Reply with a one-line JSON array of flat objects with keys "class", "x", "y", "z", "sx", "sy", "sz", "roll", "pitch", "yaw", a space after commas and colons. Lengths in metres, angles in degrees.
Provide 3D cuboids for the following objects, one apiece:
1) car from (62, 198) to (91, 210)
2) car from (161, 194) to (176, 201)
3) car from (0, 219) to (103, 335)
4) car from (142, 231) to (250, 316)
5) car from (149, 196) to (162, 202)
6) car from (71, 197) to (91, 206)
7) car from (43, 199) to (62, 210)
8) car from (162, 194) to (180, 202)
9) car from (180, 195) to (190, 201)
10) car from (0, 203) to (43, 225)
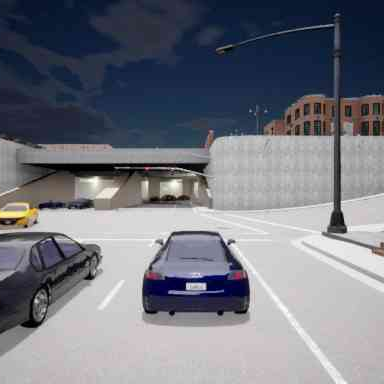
[{"class": "car", "x": -14.790, "y": 1.547, "z": 43.767, "sx": 2.033, "sy": 1.411, "sz": 5.357, "roll": 0, "pitch": 0, "yaw": -1}, {"class": "car", "x": -5.925, "y": 1.355, "z": 84.884, "sx": 2.097, "sy": 1.767, "sz": 4.553, "roll": 0, "pitch": 0, "yaw": 24}, {"class": "car", "x": -3.424, "y": 1.547, "z": 6.917, "sx": 2.033, "sy": 1.411, "sz": 5.357, "roll": 0, "pitch": 0, "yaw": 0}, {"class": "car", "x": 0.078, "y": 1.564, "z": 7.614, "sx": 1.994, "sy": 1.385, "sz": 4.181, "roll": 0, "pitch": 0, "yaw": 0}, {"class": "car", "x": -8.268, "y": 1.540, "z": 74.834, "sx": 2.033, "sy": 1.411, "sz": 5.357, "roll": 0, "pitch": 0, "yaw": 6}, {"class": "car", "x": -18.580, "y": 1.600, "z": 56.025, "sx": 1.895, "sy": 1.301, "sz": 4.718, "roll": 0, "pitch": 0, "yaw": -1}, {"class": "car", "x": -18.287, "y": 1.601, "z": 43.661, "sx": 1.895, "sy": 1.301, "sz": 4.718, "roll": 0, "pitch": 0, "yaw": -1}, {"class": "car", "x": -4.749, "y": 1.355, "z": 75.126, "sx": 2.097, "sy": 1.767, "sz": 4.553, "roll": 0, "pitch": 0, "yaw": 6}, {"class": "car", "x": -2.119, "y": 1.524, "z": 84.921, "sx": 1.812, "sy": 1.442, "sz": 4.674, "roll": 0, "pitch": 0, "yaw": 28}, {"class": "car", "x": -11.312, "y": 1.477, "z": 21.642, "sx": 1.882, "sy": 1.535, "sz": 5.008, "roll": 0, "pitch": 0, "yaw": -16}]
